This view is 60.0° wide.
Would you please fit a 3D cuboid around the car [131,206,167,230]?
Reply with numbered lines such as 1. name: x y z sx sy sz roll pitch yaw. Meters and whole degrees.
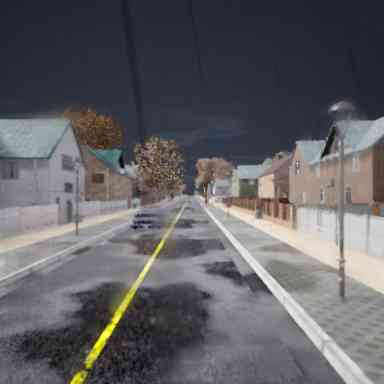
1. car: -2.740 1.678 22.436 2.033 1.411 5.357 0 0 0
